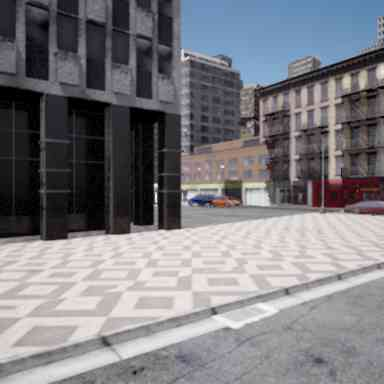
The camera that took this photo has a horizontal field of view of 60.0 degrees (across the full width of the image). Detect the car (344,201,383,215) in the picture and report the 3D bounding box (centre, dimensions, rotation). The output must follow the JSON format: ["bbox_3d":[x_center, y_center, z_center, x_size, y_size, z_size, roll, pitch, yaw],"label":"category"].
[{"bbox_3d":[16.723,1.498,30.268,2.033,1.411,5.357,0,0,-33],"label":"car"}]

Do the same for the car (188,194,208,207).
[{"bbox_3d":[1.569,1.361,56.235,2.150,2.045,5.566,0,0,-36],"label":"car"}]

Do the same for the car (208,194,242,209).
[{"bbox_3d":[4.814,1.440,46.497,2.097,1.767,4.553,0,0,-36],"label":"car"}]
